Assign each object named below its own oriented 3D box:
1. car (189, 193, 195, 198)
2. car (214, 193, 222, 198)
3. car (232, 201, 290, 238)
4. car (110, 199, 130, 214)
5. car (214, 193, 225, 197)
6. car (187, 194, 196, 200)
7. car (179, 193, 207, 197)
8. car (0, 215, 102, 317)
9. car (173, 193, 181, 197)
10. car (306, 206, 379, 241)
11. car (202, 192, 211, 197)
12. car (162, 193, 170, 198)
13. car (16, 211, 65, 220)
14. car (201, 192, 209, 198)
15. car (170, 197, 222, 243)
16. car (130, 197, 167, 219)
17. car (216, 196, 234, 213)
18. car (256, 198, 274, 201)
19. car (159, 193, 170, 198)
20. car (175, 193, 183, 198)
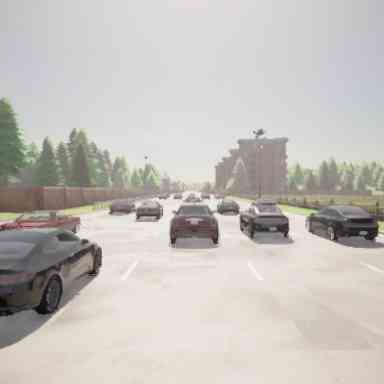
[{"bbox_3d":[-0.011,0.985,91.005,1.812,1.442,4.674,0,0,0],"label":"car"},{"bbox_3d":[6.991,1.039,90.640,1.895,1.301,4.718,0,0,0],"label":"car"},{"bbox_3d":[3.598,1.418,17.174,2.128,1.511,4.902,0,0,0],"label":"car"},{"bbox_3d":[-6.903,1.420,33.489,1.994,1.385,4.181,0,0,0],"label":"car"},{"bbox_3d":[6.997,1.001,80.957,2.097,1.767,4.553,0,0,0],"label":"car"},{"bbox_3d":[-0.003,1.170,80.954,2.128,1.511,4.902,0,0,0],"label":"car"},{"bbox_3d":[0.097,1.212,32.534,2.097,1.767,4.553,0,0,0],"label":"car"},{"bbox_3d":[-3.407,1.494,7.324,1.812,1.442,4.674,0,0,0],"label":"car"},{"bbox_3d":[-3.503,1.199,80.537,1.994,1.385,4.181,0,0,0],"label":"car"},{"bbox_3d":[7.098,1.435,16.189,1.837,1.490,4.892,0,0,0],"label":"car"},{"bbox_3d":[3.497,1.145,80.954,1.837,1.490,4.892,0,0,0],"label":"car"},{"bbox_3d":[-7.011,0.939,90.984,1.882,1.535,5.008,0,0,0],"label":"car"},{"bbox_3d":[-6.901,1.533,15.848,1.895,1.301,4.718,0,0,0],"label":"car"},{"bbox_3d":[3.489,0.816,90.985,2.097,1.767,4.553,0,0,0],"label":"car"},{"bbox_3d":[0.098,1.284,15.901,2.097,1.767,4.553,0,0,0],"label":"car"},{"bbox_3d":[-3.403,1.430,27.376,2.033,1.411,5.357,0,0,0],"label":"car"},{"bbox_3d":[3.597,1.421,33.373,1.994,1.385,4.181,0,0,0],"label":"car"},{"bbox_3d":[7.098,1.364,32.871,1.837,1.490,4.892,0,0,0],"label":"car"},{"bbox_3d":[-7.003,1.188,80.570,2.033,1.411,5.357,0,0,0],"label":"car"},{"bbox_3d":[-3.509,0.997,90.579,1.994,1.385,4.181,0,0,0],"label":"car"}]
